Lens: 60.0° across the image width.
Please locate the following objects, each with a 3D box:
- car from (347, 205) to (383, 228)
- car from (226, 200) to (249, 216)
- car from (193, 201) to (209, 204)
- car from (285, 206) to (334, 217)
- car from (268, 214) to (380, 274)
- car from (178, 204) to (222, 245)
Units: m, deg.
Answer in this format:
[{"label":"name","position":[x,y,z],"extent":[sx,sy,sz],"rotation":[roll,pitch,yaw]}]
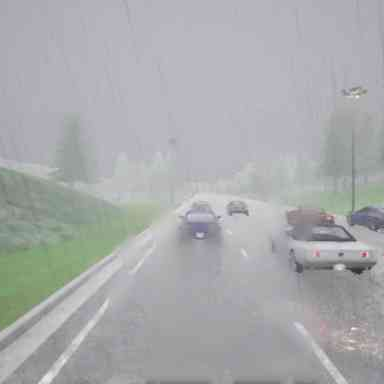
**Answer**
[{"label":"car","position":[10.999,1.527,19.846],"extent":[1.812,1.442,4.674],"rotation":[0,0,2]},{"label":"car","position":[4.357,1.526,32.313],"extent":[2.033,1.411,5.357],"rotation":[0,0,2]},{"label":"car","position":[0.900,1.572,33.721],"extent":[1.895,1.301,4.718],"rotation":[0,0,2]},{"label":"car","position":[7.557,1.594,21.971],"extent":[1.895,1.301,4.718],"rotation":[0,0,2]},{"label":"car","position":[3.749,1.598,10.556],"extent":[1.895,1.301,4.718],"rotation":[0,0,1]},{"label":"car","position":[0.373,1.513,15.254],"extent":[1.812,1.442,4.674],"rotation":[0,0,1]}]
